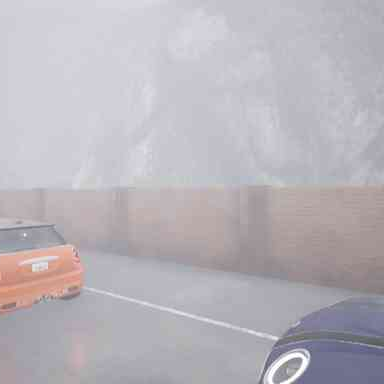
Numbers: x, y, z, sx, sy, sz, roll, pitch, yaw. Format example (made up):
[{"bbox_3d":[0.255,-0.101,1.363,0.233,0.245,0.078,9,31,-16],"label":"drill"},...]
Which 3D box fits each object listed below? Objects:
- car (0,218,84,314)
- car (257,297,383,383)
[{"bbox_3d":[-4.433,1.352,7.159,4.553,1.767,2.097,0,0,36],"label":"car"},{"bbox_3d":[2.703,1.352,2.102,4.553,1.767,2.097,0,0,35],"label":"car"}]
